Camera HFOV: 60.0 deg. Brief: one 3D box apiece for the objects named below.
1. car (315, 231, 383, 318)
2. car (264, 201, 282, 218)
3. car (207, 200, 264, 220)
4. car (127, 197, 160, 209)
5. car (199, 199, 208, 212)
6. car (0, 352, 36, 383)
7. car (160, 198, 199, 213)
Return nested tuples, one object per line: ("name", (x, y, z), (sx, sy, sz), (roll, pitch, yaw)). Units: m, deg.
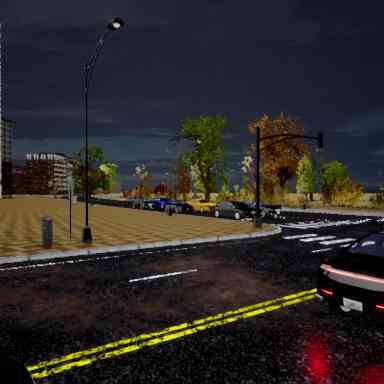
("car", (4.444, 1.491, 6.410), (4.902, 1.511, 2.128), (0, 0, -34))
("car", (6.280, 1.540, 31.257), (2.128, 1.511, 4.902), (0, 0, -32))
("car", (3.732, 1.564, 29.198), (1.837, 1.490, 4.892), (0, 0, -32))
("car", (-6.801, 1.597, 46.417), (2.128, 1.511, 4.902), (0, 0, -31))
("car", (1.052, 1.550, 39.727), (1.882, 1.535, 5.008), (0, 0, -31))
("car", (-3.141, 1.492, 1.169), (4.902, 1.511, 2.128), (0, 0, -35))
("car", (-1.480, 1.648, 37.633), (1.994, 1.385, 4.181), (0, 0, -32))
